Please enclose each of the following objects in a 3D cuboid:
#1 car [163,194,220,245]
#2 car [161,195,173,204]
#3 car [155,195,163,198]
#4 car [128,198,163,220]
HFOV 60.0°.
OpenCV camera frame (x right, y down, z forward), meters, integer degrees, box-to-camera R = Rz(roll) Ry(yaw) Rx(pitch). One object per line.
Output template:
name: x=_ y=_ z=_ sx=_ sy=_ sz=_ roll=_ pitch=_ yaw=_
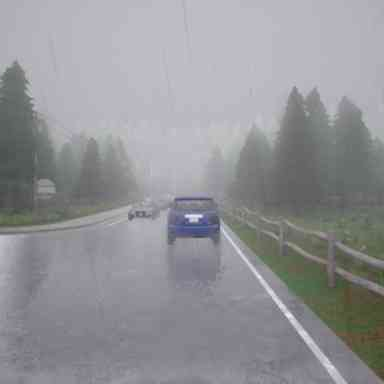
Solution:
car: x=0.070 y=1.139 z=15.326 sx=2.150 sy=2.045 sz=5.566 roll=0 pitch=1 yaw=0
car: x=-4.297 y=1.204 z=57.198 sx=1.812 sy=1.442 sz=4.674 roll=0 pitch=0 yaw=-1
car: x=-3.742 y=1.357 z=35.934 sx=1.994 sy=1.385 sz=4.181 roll=0 pitch=0 yaw=-1
car: x=-3.649 y=1.414 z=25.977 sx=1.994 sy=1.385 sz=4.181 roll=0 pitch=0 yaw=2
